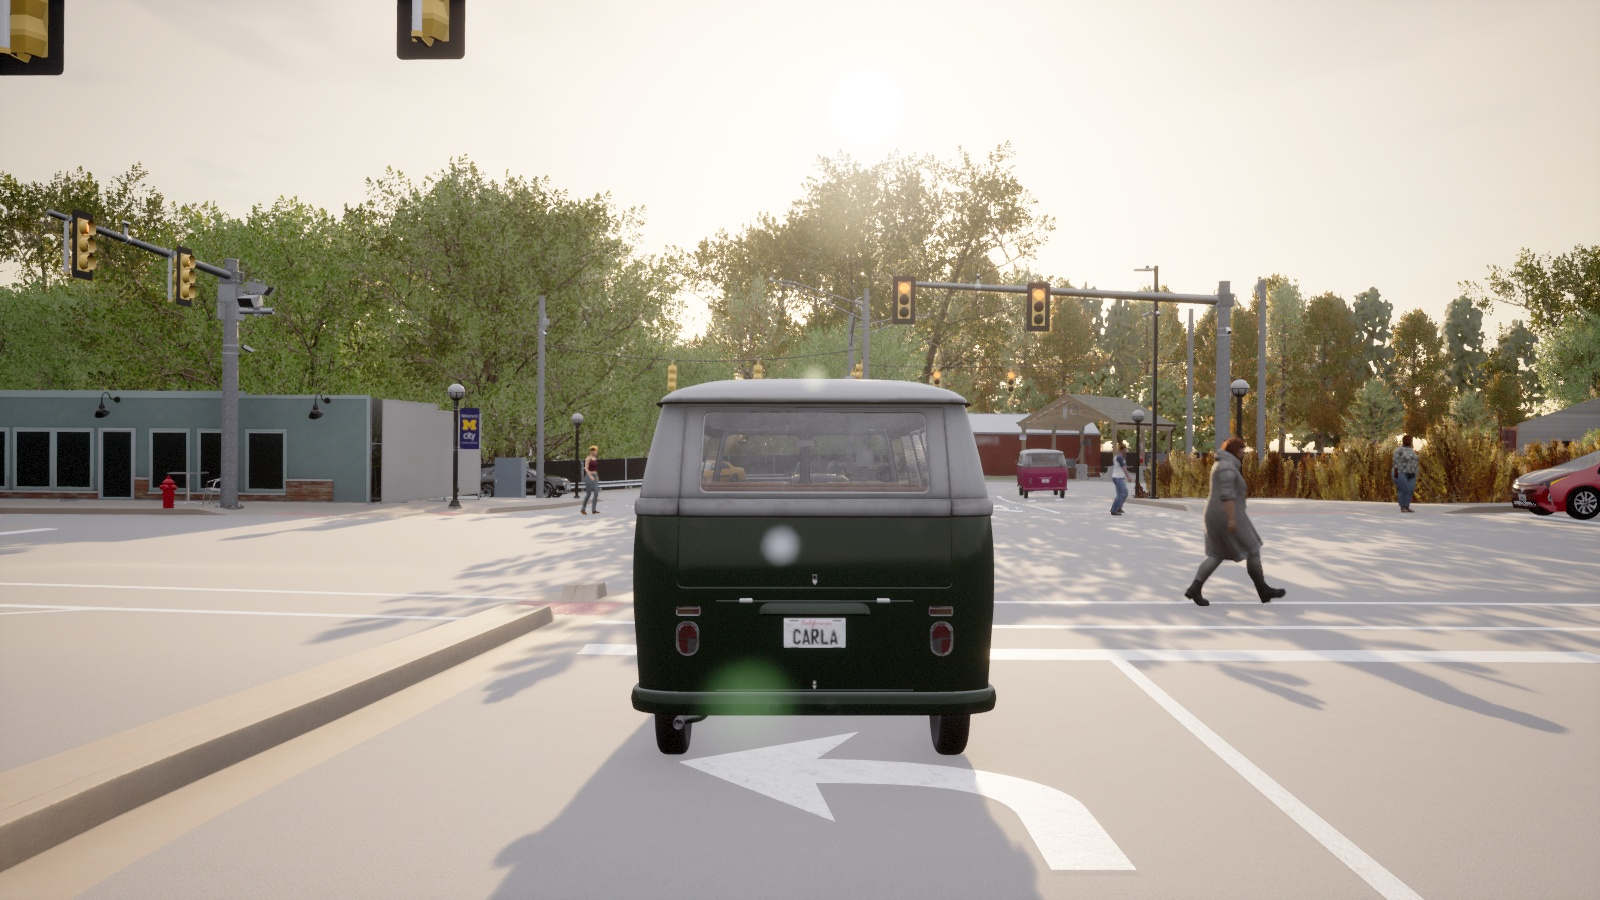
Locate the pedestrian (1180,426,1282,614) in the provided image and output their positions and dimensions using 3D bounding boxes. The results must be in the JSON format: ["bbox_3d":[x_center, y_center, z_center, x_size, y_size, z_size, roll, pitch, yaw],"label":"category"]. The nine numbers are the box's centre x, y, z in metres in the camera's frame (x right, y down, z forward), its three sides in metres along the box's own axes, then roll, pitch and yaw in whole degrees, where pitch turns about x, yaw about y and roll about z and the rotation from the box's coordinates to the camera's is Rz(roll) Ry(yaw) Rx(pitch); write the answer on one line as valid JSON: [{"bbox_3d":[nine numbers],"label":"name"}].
[{"bbox_3d":[4.606,0.730,13.460,0.873,1.952,0.659,1,0,4],"label":"pedestrian"}]

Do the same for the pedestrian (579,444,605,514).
[{"bbox_3d":[-5.542,0.775,33.476,0.594,1.836,0.345,1,0,32],"label":"pedestrian"}]

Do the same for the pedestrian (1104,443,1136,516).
[{"bbox_3d":[8.109,0.746,31.850,0.706,1.836,0.354,1,0,4],"label":"pedestrian"}]

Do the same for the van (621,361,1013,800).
[{"bbox_3d":[0.063,0.631,7.930,1.775,1.987,4.442,0,-1,0],"label":"van"}]

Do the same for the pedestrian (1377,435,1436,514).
[{"bbox_3d":[14.461,0.582,29.962,0.874,1.855,0.900,1,0,-19],"label":"pedestrian"}]

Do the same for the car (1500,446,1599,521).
[{"bbox_3d":[17.983,0.673,27.175,4.514,1.525,2.007,-1,0,4],"label":"car"}]

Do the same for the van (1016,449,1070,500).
[{"bbox_3d":[10.011,0.969,52.071,1.775,1.987,4.442,-1,0,6],"label":"van"}]

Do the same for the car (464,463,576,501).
[{"bbox_3d":[-13.512,1.533,60.746,4.856,1.649,2.033,-1,1,8],"label":"car"}]
